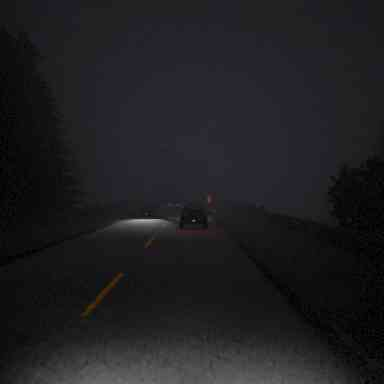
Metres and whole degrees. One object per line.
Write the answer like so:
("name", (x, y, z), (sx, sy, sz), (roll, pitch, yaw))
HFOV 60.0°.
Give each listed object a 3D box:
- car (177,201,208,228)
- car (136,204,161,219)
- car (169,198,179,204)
("car", (0.106, 1.664, 23.909), (2.128, 1.511, 4.902), (0, 0, 0))
("car", (-4.072, 1.791, 31.706), (1.994, 1.385, 4.181), (0, 0, 0))
("car", (-3.981, 1.932, 73.552), (1.994, 1.385, 4.181), (0, 0, 0))
